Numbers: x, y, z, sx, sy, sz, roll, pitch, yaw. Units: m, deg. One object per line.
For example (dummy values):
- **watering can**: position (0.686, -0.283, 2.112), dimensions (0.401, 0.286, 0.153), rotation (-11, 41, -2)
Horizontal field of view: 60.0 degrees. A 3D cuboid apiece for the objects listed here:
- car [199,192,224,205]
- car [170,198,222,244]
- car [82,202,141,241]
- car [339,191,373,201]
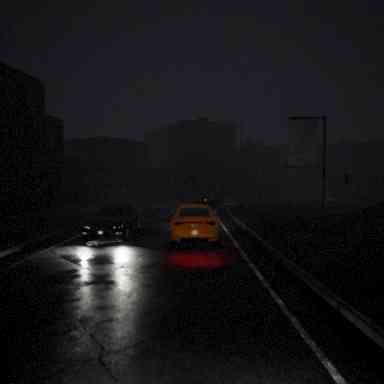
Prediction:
- **car**: position (2.053, 0.732, 35.301), dimensions (1.994, 1.385, 4.181), rotation (1, 2, 20)
- **car**: position (0.099, 1.263, 14.622), dimensions (1.882, 1.535, 5.008), rotation (0, 2, 0)
- **car**: position (-3.574, 1.267, 15.431), dimensions (1.837, 1.490, 4.892), rotation (0, 2, 0)
- **car**: position (25.775, 0.529, 52.481), dimensions (5.008, 1.535, 1.882), rotation (2, 2, 0)
